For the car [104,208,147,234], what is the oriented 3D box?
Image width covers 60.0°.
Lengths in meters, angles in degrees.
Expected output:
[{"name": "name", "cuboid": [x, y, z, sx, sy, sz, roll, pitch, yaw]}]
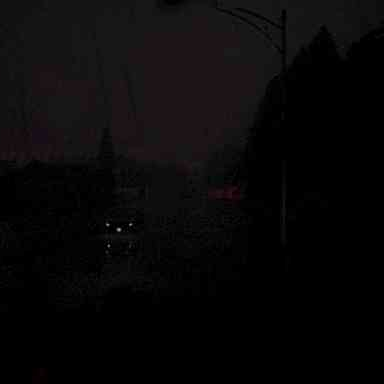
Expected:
[{"name": "car", "cuboid": [-4.082, 1.762, 21.270, 2.033, 1.411, 5.357, 0, -1, 0]}]
